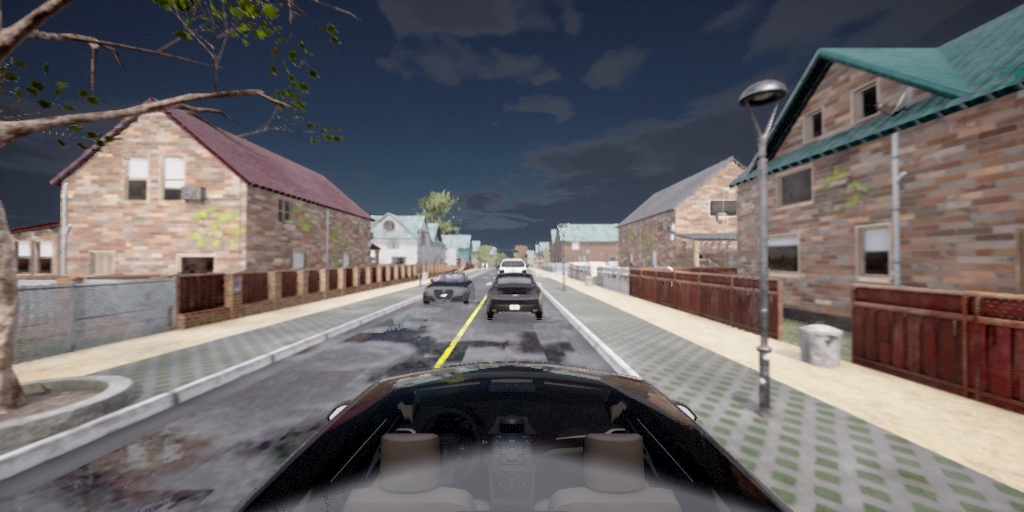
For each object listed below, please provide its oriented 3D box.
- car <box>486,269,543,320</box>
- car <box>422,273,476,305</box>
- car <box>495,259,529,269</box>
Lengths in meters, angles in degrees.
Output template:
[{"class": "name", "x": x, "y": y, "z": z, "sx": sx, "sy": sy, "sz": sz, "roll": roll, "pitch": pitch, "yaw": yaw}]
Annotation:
[{"class": "car", "x": 0.089, "y": 1.375, "z": 13.284, "sx": 1.837, "sy": 1.490, "sz": 4.892, "roll": 0, "pitch": -2, "yaw": 0}, {"class": "car", "x": -2.847, "y": 1.480, "z": 16.952, "sx": 1.994, "sy": 1.385, "sz": 4.181, "roll": 0, "pitch": -1, "yaw": 0}, {"class": "car", "x": 0.084, "y": 1.269, "z": 27.290, "sx": 2.150, "sy": 2.045, "sz": 5.566, "roll": 0, "pitch": -1, "yaw": 0}]
